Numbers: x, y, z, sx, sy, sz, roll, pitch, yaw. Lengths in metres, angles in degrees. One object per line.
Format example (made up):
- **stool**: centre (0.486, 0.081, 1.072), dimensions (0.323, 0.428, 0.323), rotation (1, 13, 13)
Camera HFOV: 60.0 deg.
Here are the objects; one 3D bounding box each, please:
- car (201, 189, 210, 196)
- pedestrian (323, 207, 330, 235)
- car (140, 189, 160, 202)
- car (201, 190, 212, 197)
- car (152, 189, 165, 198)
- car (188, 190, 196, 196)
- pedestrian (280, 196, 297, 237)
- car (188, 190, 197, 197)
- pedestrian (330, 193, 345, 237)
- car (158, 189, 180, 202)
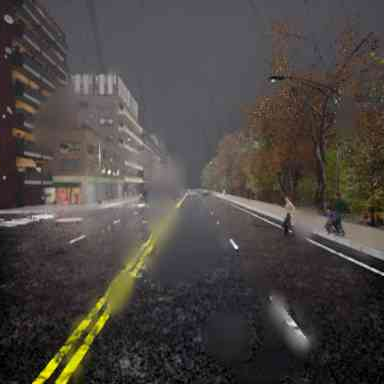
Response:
- **car**: centre (3.266, 0.106, 80.193), dimensions (2.033, 1.411, 5.357), rotation (0, 1, 0)
- **pedestrian**: centre (5.885, 1.175, 14.056), dimensions (0.375, 1.300, 0.375), rotation (0, 1, 0)
- **car**: centre (-6.566, 0.505, 50.094), dimensions (2.097, 1.767, 4.553), rotation (0, 1, 0)
- **car**: centre (3.264, 0.407, 70.227), dimensions (1.895, 1.301, 4.718), rotation (0, 1, 0)
- **car**: centre (-6.515, 0.248, 65.566), dimensions (2.097, 1.767, 4.553), rotation (0, 1, 1)
- **car**: centre (0.016, 0.160, 80.224), dimensions (1.895, 1.301, 4.718), rotation (0, 1, 0)
- **pedestrian**: centre (4.253, 1.042, 14.654), dimensions (0.375, 1.860, 0.375), rotation (0, 1, 0)
- **car**: centre (0.014, 0.407, 70.227), dimensions (1.895, 1.301, 4.718), rotation (0, 1, 0)
- **pedestrian**: centre (5.945, 0.909, 13.451), dimensions (0.375, 1.860, 0.375), rotation (0, 1, 0)
- **car**: centre (-3.321, 0.652, 49.511), dimensions (2.128, 1.511, 4.902), rotation (0, 1, 0)
